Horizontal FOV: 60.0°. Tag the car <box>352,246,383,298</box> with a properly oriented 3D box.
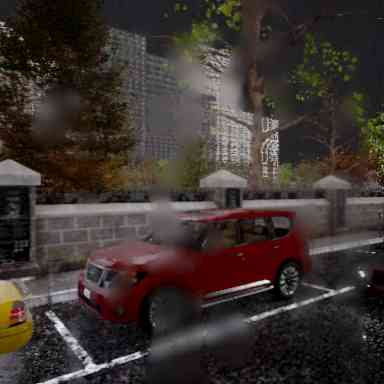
[{"bbox_3d":[5.856,1.529,7.541,5.357,1.411,2.033,0,0,-35],"label":"car"}]

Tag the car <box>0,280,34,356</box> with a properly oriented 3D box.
[{"bbox_3d":[-4.357,1.529,3.448,4.829,1.417,1.752,0,0,-36],"label":"car"}]

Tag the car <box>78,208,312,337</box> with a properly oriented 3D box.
[{"bbox_3d":[0.364,1.306,6.817,5.009,1.841,2.192,0,0,-36],"label":"car"}]
